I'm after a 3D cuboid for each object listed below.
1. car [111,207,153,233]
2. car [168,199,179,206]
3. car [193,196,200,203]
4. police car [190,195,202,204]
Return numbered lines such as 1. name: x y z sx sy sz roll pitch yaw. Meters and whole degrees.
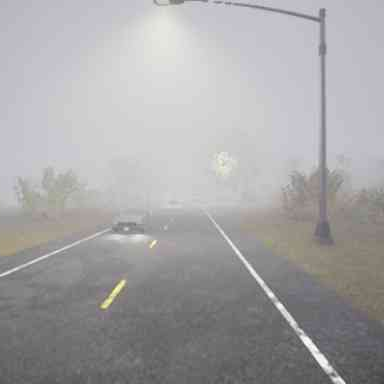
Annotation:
1. car: -3.589 1.652 20.887 2.033 1.411 5.357 0 0 0
2. car: -3.488 1.898 63.551 1.895 1.301 4.718 0 0 1
3. car: 1.088 1.861 83.451 1.882 1.535 5.008 0 0 0
4. police car: 1.084 1.766 73.560 1.930 1.638 5.238 0 0 0
